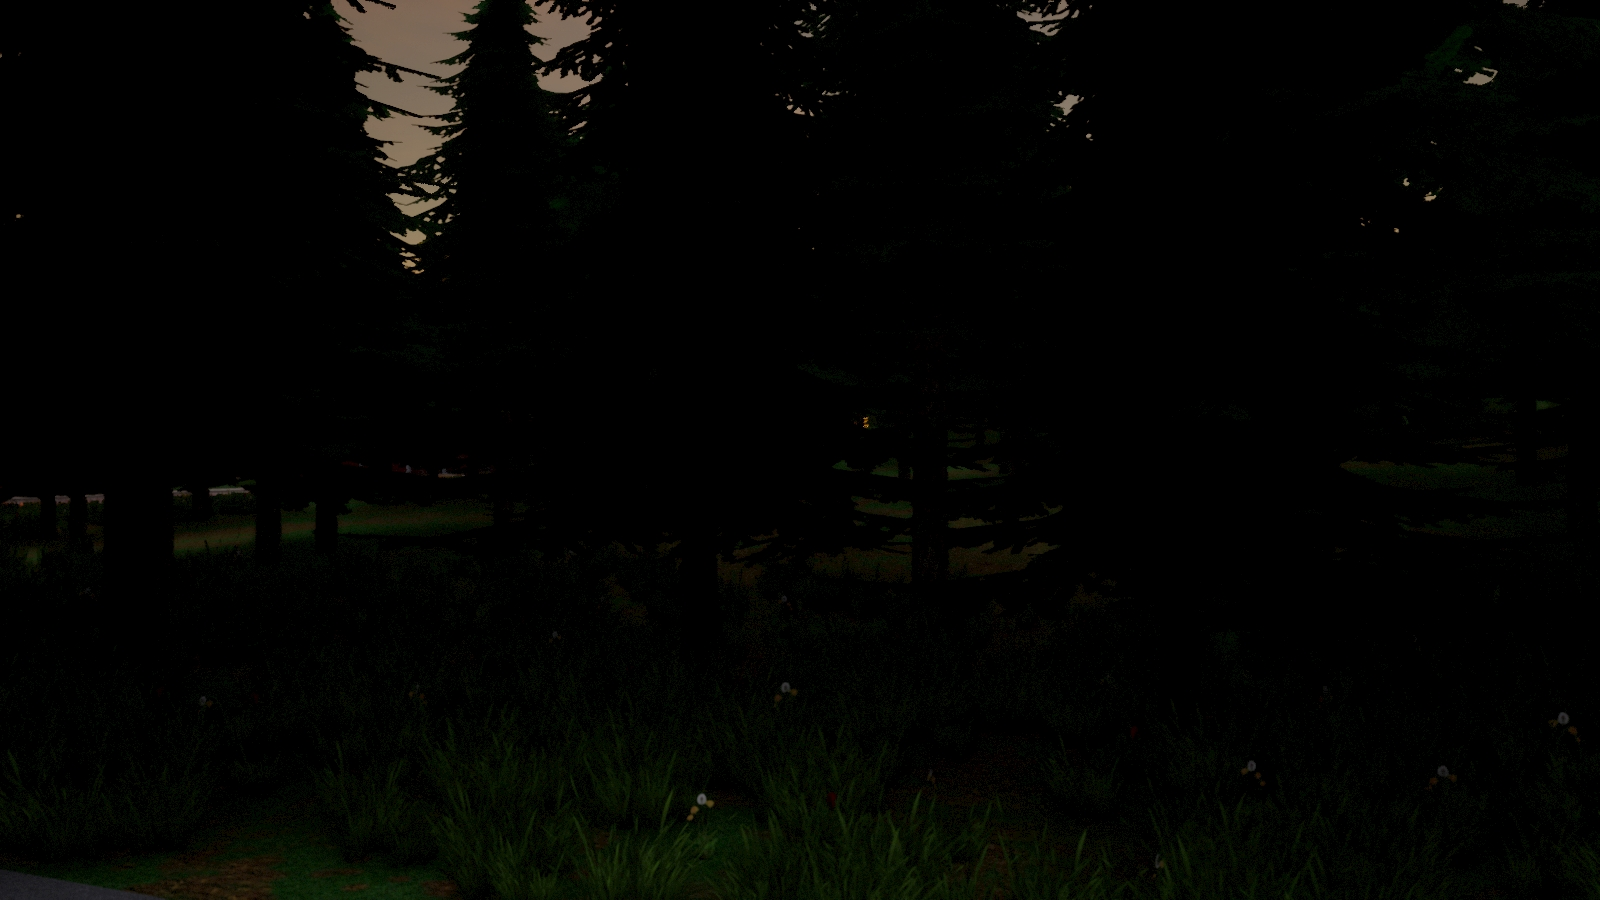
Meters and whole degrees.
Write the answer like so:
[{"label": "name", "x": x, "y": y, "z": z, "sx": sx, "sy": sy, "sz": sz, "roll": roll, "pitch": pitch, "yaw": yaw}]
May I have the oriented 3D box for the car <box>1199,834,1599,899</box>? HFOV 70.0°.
[{"label": "car", "x": 3.265, "y": 2.063, "z": 2.092, "sx": 4.792, "sy": 1.488, "sz": 2.163, "roll": 0, "pitch": 0, "yaw": 20}]
